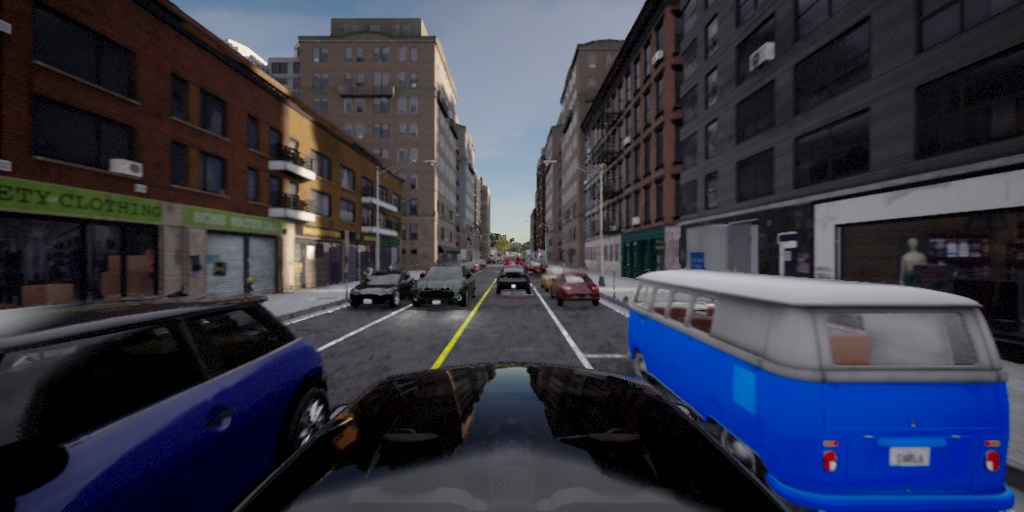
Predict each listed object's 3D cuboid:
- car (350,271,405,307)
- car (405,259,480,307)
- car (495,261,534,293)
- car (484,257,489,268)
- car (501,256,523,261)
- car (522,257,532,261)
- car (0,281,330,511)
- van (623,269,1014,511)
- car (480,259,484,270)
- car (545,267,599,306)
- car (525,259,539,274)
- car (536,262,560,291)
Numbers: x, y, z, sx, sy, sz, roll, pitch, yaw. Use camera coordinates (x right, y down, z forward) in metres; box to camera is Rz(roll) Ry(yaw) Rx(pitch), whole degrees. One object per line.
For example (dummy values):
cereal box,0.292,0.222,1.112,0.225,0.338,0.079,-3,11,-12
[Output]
car,-5.389,1.326,15.589,1.948,1.339,4.313,0,0,0
car,-2.767,1.112,15.438,2.097,1.767,4.553,0,0,0
car,0.086,1.272,20.689,1.837,1.490,4.892,0,0,0
car,-5.395,1.233,61.048,1.967,1.591,4.097,0,0,0
car,0.095,1.004,44.102,2.150,2.045,5.566,0,0,0
car,2.633,1.223,44.003,1.967,1.591,4.097,0,0,0
car,-2.843,1.102,1.733,2.097,1.767,4.553,0,0,-2
van,2.637,1.093,4.227,1.690,1.789,3.998,0,0,0
car,-5.393,1.226,49.684,1.967,1.591,4.097,0,0,0
car,2.636,1.344,15.591,1.802,1.307,4.207,0,0,0
car,2.633,1.324,38.320,1.888,1.381,4.507,0,0,0
car,2.635,1.292,21.443,1.751,1.417,4.829,0,0,0
